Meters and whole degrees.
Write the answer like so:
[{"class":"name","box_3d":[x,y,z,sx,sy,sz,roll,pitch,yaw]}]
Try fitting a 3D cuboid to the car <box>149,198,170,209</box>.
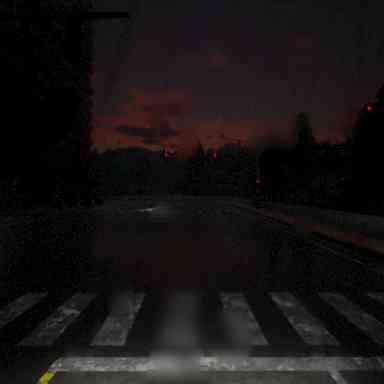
[{"class":"car","box_3d":[-4.103,1.413,42.544,1.994,1.385,4.181,0,0,8]}]
